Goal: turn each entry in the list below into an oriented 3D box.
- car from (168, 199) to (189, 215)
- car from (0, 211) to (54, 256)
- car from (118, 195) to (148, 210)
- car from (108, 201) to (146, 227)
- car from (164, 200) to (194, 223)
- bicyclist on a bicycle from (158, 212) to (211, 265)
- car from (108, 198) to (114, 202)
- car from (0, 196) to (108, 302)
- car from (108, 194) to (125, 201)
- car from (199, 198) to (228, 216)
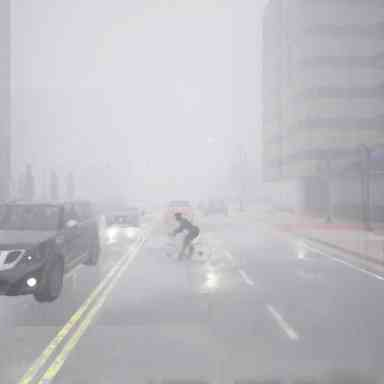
[{"bbox_3d":[-1.438,1.547,35.158,2.033,1.411,5.357,0,0,-2],"label":"car"},{"bbox_3d":[-7.684,1.601,14.083,1.895,1.301,4.718,0,0,-3],"label":"car"},{"bbox_3d":[-4.720,1.178,28.113,1.812,1.442,4.674,0,0,-3],"label":"car"},{"bbox_3d":[-4.574,1.564,22.864,1.994,1.385,4.181,0,0,-3],"label":"car"},{"bbox_3d":[-0.986,1.352,25.264,2.097,1.767,4.553,0,0,-3],"label":"car"},{"bbox_3d":[-0.239,1.455,10.299,1.656,1.620,0.582,-2,0,-3],"label":"bicyclist on a bicycle"},{"bbox_3d":[-8.202,1.492,27.572,2.128,1.511,4.902,0,0,-2],"label":"car"},{"bbox_3d":[-3.947,1.222,8.596,2.150,2.045,5.566,0,0,-2],"label":"car"},{"bbox_3d":[-8.678,1.221,37.837,2.150,2.045,5.566,0,0,-2],"label":"car"},{"bbox_3d":[2.184,1.352,32.601,2.097,1.767,4.553,0,0,-3],"label":"car"}]
